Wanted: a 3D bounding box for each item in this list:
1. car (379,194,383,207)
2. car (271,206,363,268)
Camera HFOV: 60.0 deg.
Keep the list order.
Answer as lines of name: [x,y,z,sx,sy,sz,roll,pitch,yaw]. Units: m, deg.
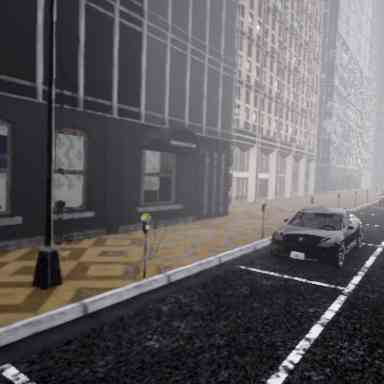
car: [16.855,0.570,27.972,1.802,1.307,4.206,5,4,36]
car: [3.883,1.130,9.907,1.947,1.339,4.313,5,4,36]
